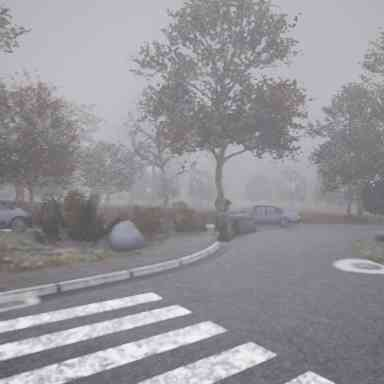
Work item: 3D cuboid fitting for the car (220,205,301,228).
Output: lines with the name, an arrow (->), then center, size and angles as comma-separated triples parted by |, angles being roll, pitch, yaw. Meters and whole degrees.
car -> 4.549, 1.609, 22.358 | 5.357, 1.411, 2.033 | 1, 0, -10

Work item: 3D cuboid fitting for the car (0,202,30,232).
car -> -9.362, 1.030, 14.705 | 4.181, 1.385, 1.994 | 4, -2, -37
